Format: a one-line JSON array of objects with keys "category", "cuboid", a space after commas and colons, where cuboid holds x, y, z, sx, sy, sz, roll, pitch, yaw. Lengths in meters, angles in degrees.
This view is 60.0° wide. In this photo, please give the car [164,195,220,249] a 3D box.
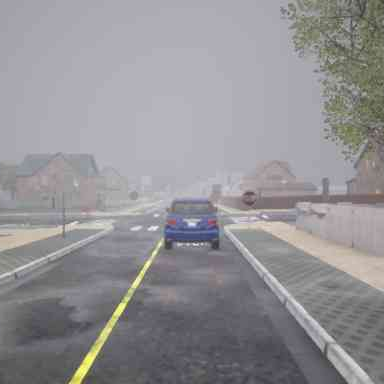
[{"category": "car", "cuboid": [0.001, 1.269, 14.686, 2.150, 2.045, 5.566, 0, 0, 0]}]

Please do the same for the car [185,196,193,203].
[{"category": "car", "cuboid": [-0.740, 1.788, 80.803, 1.837, 1.490, 4.892, 0, -1, -2]}]

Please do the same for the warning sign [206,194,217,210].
[{"category": "warning sign", "cuboid": [2.401, 1.232, 41.187, 1.300, 1.860, 1.060, 2, 1, -1]}]

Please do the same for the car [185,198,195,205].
[{"category": "car", "cuboid": [-0.490, 1.906, 64.983, 1.895, 1.301, 4.718, 0, -1, -1]}]
